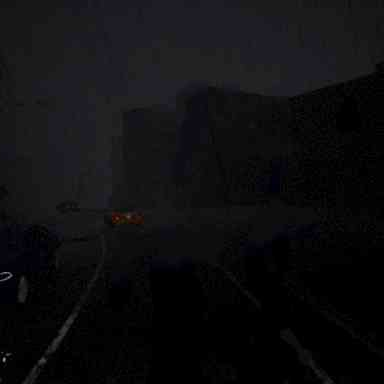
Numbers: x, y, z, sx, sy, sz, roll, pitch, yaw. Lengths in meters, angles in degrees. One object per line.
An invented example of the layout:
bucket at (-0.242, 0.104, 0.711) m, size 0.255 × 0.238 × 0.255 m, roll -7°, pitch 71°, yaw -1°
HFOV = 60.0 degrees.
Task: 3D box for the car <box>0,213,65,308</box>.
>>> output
car at (-4.561, 1.510, 8.019) m, size 1.882 × 1.535 × 5.008 m, roll -1°, pitch 0°, yaw -10°

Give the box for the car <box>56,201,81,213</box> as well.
car at (-14.708, 1.759, 39.387) m, size 2.033 × 1.411 × 5.357 m, roll -3°, pitch 1°, yaw -33°

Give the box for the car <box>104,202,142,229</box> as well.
car at (-4.689, 1.457, 21.950) m, size 1.801 × 1.575 × 5.366 m, roll -2°, pitch 1°, yaw -22°
